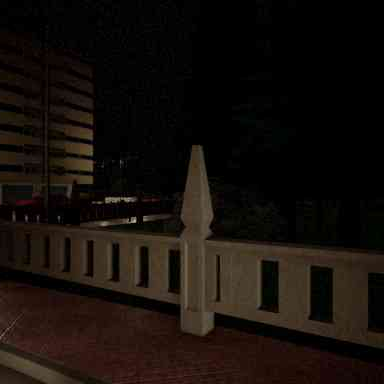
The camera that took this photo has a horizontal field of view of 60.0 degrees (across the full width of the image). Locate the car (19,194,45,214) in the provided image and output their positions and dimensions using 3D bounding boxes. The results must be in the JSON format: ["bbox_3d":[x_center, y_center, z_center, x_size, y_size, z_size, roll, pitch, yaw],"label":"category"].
[{"bbox_3d":[-15.495,1.276,34.735,2.150,2.045,5.566,0,0,29],"label":"car"}]

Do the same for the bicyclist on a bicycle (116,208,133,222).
[{"bbox_3d":[-4.880,1.356,24.007,1.656,1.620,0.582,0,0,29],"label":"bicyclist on a bicycle"}]

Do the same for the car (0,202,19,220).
[{"bbox_3d":[-16.529,1.547,25.641,2.128,1.511,4.902,0,0,29],"label":"car"}]

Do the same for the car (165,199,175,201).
[{"bbox_3d":[-3.651,1.656,48.830,1.895,1.301,4.718,0,0,29],"label":"car"}]

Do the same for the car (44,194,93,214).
[{"bbox_3d":[-12.071,1.408,33.699,2.097,1.767,4.553,0,0,29],"label":"car"}]
